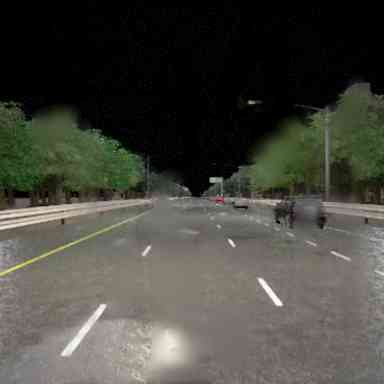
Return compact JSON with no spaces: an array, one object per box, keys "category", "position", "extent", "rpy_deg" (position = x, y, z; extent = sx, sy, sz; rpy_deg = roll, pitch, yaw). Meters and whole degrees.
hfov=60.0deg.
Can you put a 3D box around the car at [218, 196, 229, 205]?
[{"category":"car","position":[7.258,2.036,69.134],"extent":[2.128,1.511,4.902],"rpy_deg":[0,-1,0]}]

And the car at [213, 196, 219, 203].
[{"category":"car","position":[7.429,2.016,89.181],"extent":[2.150,2.045,5.566],"rpy_deg":[0,-1,1]}]

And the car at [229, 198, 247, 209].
[{"category":"car","position":[7.136,1.833,50.177],"extent":[1.994,1.385,4.181],"rpy_deg":[0,-1,0]}]

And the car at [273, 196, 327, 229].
[{"category":"car","position":[7.026,1.262,22.182],"extent":[2.150,2.045,5.566],"rpy_deg":[0,0,0]}]
